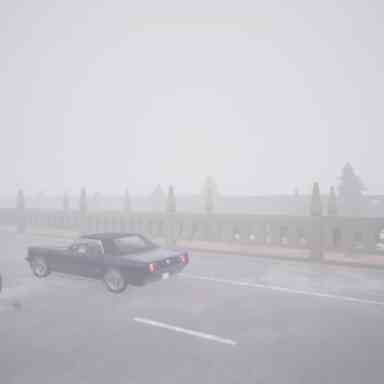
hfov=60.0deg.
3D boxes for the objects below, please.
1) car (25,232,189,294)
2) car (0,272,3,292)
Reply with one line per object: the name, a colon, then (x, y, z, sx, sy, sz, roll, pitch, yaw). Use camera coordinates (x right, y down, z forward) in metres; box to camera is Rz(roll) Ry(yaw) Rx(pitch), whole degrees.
car: (-2.535, 1.800, 9.346, 4.718, 1.301, 1.895, -1, -1, 32)
car: (-6.211, 1.717, 7.497, 4.181, 1.385, 1.994, -1, -1, 32)
